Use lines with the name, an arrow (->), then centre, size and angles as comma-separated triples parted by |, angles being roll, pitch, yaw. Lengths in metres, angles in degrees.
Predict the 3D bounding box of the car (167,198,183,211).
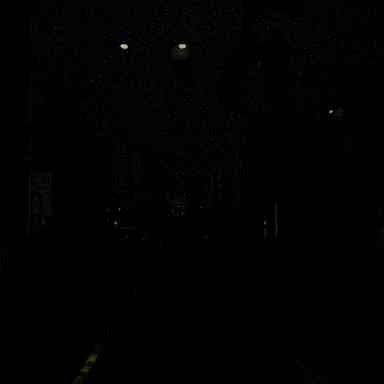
car -> -2.668, 2.071, 49.896 | 1.882, 1.535, 5.008 | 0, -1, 0

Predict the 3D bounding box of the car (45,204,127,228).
car -> -7.621, 1.747, 23.224 | 5.357, 1.411, 2.033 | -1, -2, 19

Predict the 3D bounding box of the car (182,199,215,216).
car -> 0.975, 1.850, 39.429 | 2.097, 1.767, 4.553 | 1, 0, -23

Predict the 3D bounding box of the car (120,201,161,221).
car -> -5.411, 1.901, 30.848 | 5.008, 1.535, 1.882 | -1, -1, -1

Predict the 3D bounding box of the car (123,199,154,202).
car -> -6.185, 1.742, 34.979 | 2.150, 2.045, 5.566 | -2, -2, 41
